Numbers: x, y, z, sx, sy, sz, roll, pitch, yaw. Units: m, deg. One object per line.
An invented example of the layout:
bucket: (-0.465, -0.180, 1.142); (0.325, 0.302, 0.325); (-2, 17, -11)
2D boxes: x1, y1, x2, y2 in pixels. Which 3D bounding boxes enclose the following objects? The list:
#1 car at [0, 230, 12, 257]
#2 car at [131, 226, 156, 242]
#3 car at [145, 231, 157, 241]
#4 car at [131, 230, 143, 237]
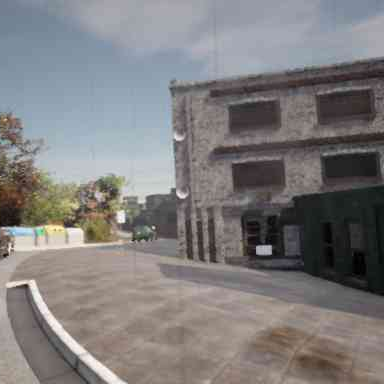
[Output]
car: (-8.338, 2.006, 12.897); (1.837, 1.490, 4.892); (-2, -3, -20)
car: (-6.698, 5.778, 45.632); (2.150, 2.045, 5.566); (-3, -7, 4)
car: (-7.497, 7.949, 60.260); (1.837, 1.490, 4.892); (-3, -7, -9)
car: (-13.266, 9.979, 79.722); (1.837, 1.490, 4.892); (-2, -4, -22)
